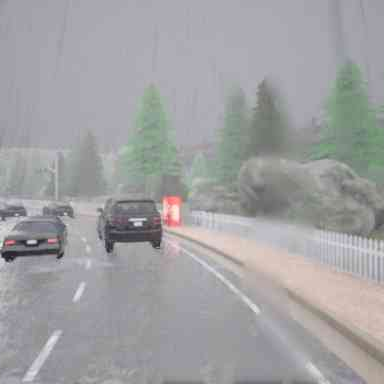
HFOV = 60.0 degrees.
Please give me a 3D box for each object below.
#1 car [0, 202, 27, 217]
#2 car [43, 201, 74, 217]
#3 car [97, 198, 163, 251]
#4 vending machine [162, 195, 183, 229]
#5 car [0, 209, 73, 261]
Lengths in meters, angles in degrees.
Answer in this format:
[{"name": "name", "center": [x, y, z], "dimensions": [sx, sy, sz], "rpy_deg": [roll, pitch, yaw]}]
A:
[{"name": "car", "center": [-15.984, 1.654, 29.503], "dimensions": [1.837, 1.490, 4.892], "rpy_deg": [0, 0, -37]}, {"name": "car", "center": [-12.234, 1.625, 30.320], "dimensions": [1.837, 1.490, 4.892], "rpy_deg": [0, 0, -37]}, {"name": "car", "center": [-2.849, 1.255, 14.554], "dimensions": [2.150, 2.045, 5.566], "rpy_deg": [0, 0, -20]}, {"name": "vending machine", "center": [-1.235, 1.220, 20.953], "dimensions": [1.100, 2.100, 0.880], "rpy_deg": [0, 0, -26]}, {"name": "car", "center": [-5.777, 1.603, 12.656], "dimensions": [2.033, 1.411, 5.357], "rpy_deg": [0, 0, -19]}]
